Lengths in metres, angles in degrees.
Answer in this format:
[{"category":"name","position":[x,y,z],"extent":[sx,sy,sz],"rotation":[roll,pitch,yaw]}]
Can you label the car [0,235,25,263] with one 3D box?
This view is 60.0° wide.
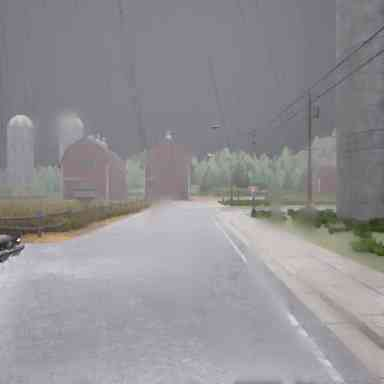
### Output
[{"category":"car","position":[-7.553,1.600,9.634],"extent":[4.718,1.301,1.895],"rotation":[0,0,-5]}]
